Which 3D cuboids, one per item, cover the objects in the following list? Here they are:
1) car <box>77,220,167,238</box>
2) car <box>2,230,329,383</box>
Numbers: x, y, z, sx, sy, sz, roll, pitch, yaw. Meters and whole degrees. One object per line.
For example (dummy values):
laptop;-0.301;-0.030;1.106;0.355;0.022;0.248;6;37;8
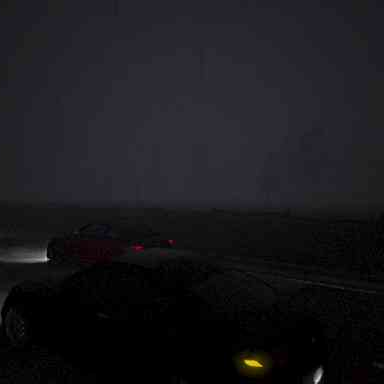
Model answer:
car;-2.541;1.551;10.104;4.181;1.385;1.994;0;0;35
car;-0.680;1.521;4.477;4.674;1.442;1.812;0;0;36
